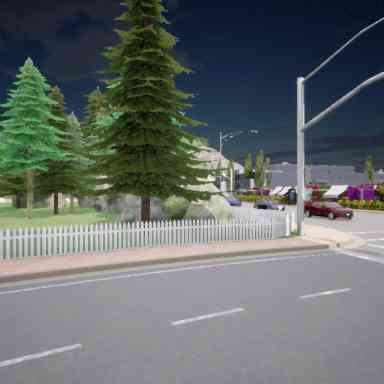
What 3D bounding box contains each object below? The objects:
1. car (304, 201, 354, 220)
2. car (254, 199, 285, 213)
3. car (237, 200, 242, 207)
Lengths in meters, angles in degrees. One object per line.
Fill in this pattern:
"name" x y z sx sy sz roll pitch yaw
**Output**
"car" 11.762 1.533 28.967 1.882 1.535 5.008 0 0 -17
"car" 8.909 1.547 38.510 2.128 1.511 4.902 0 0 -17
"car" 5.748 1.533 49.129 1.882 1.535 5.008 0 0 -16
